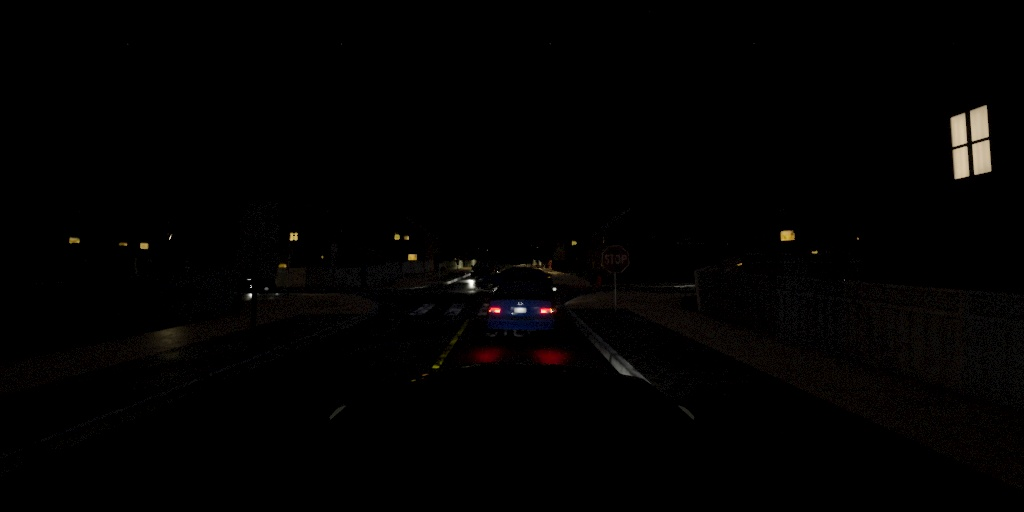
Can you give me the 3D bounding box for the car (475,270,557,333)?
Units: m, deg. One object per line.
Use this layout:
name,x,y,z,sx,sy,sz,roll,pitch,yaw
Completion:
car,0.375,1.309,10.809,2.033,1.411,5.357,0,0,4

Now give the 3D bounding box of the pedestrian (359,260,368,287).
pedestrian,-9.791,1.146,23.672,0.375,1.860,0.375,0,-3,-1

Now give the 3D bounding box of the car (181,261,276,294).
car,-14.475,1.058,17.999,4.553,1.767,2.097,0,-3,2

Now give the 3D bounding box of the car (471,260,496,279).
car,-2.807,1.304,34.293,1.882,1.535,5.008,0,0,0

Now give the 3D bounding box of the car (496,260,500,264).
car,-2.788,1.368,43.746,1.837,1.490,4.892,0,0,0

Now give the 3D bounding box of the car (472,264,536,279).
car,0.114,1.384,21.437,4.674,1.442,1.812,0,-3,-6
